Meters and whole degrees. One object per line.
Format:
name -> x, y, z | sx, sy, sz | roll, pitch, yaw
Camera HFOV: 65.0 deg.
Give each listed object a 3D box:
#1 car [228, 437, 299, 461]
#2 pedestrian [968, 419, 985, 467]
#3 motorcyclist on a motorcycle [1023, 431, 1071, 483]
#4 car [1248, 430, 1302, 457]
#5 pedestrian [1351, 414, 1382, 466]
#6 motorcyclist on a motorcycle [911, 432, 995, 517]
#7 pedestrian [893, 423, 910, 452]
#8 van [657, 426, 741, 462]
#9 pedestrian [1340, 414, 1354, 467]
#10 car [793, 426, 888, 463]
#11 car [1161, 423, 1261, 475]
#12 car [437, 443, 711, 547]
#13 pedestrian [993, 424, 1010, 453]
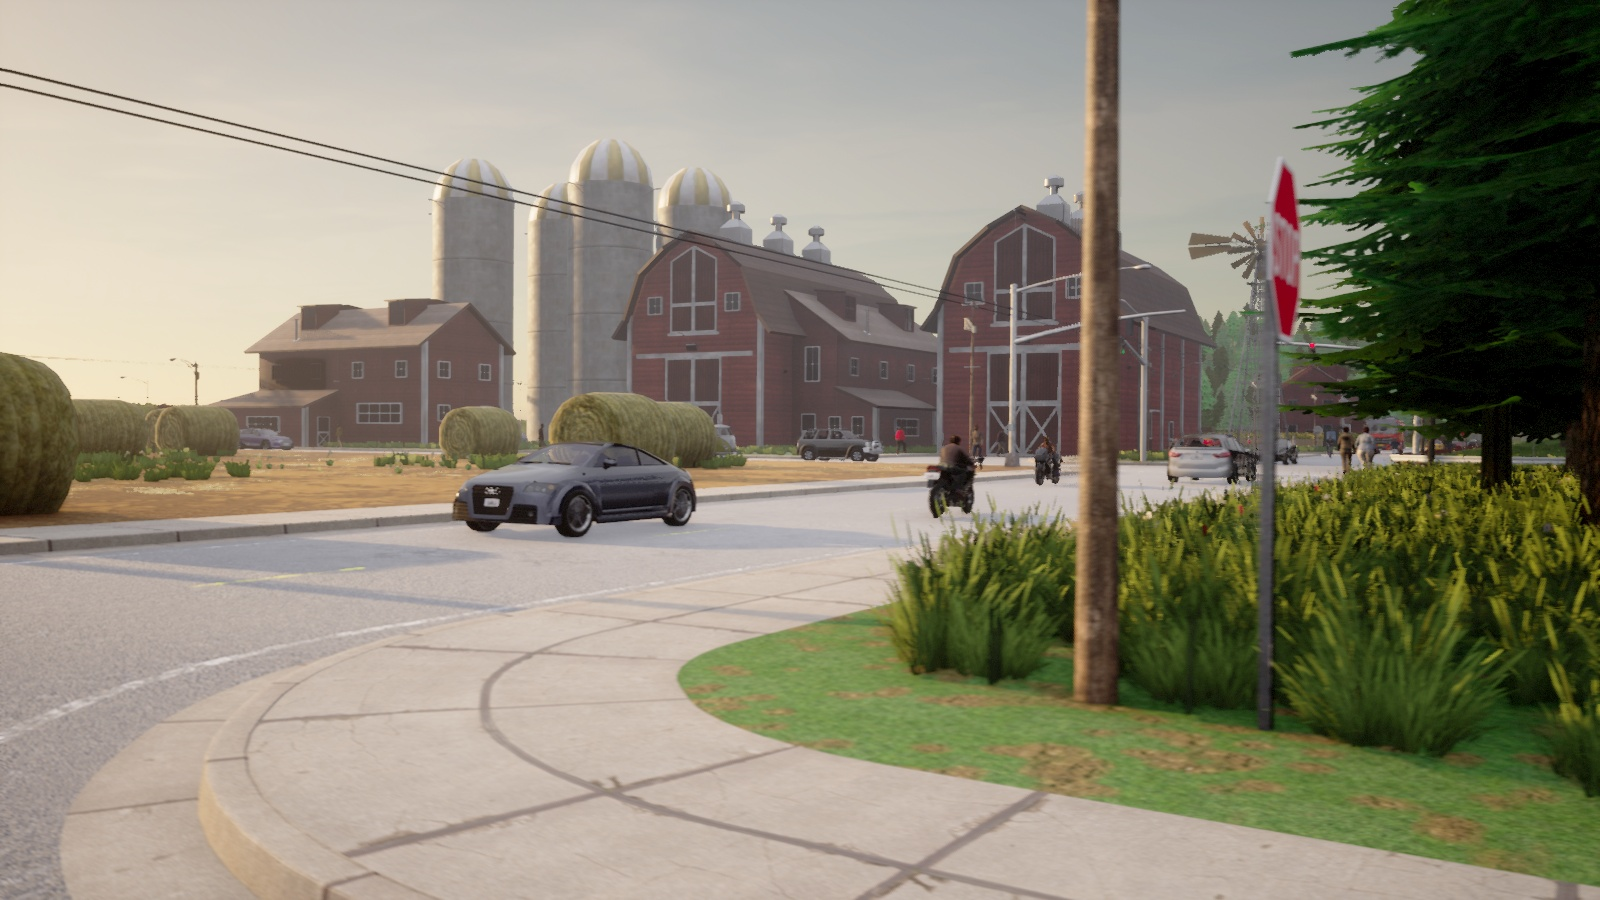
car -> -37.702, -0.047, 88.238 | 4.856, 1.649, 2.033 | 0, 1, 29
pedestrian -> 6.812, -0.278, 48.444 | 0.328, 1.805, 0.869 | 0, 1, 31
motorcyclist on a motorcycle -> 7.577, 0.192, 38.423 | 0.797, 1.523, 2.044 | 0, 1, 30
car -> 27.410, -0.415, 72.365 | 2.163, 1.488, 4.792 | 0, 1, 30
pedestrian -> 20.564, -0.356, 45.574 | 0.874, 1.855, 0.900 | 0, 1, 33
motorcyclist on a motorcycle -> 2.886, 0.426, 23.459 | 0.797, 1.523, 2.044 | 0, 1, 30
pedestrian -> 6.403, -0.774, 79.432 | 0.634, 1.844, 0.899 | 0, 1, 40
van -> -5.649, -0.327, 70.273 | 4.442, 1.987, 1.775 | 0, 1, 29
pedestrian -> 20.177, -0.361, 46.325 | 0.396, 1.930, 0.692 | 0, 1, 31
car -> 2.112, -0.291, 65.926 | 4.605, 1.855, 1.932 | 0, 1, 29
car -> 13.925, -0.059, 42.355 | 2.242, 1.667, 4.611 | 0, 1, 31
car -> -3.394, 0.620, 19.659 | 1.994, 1.385, 4.181 | 0, 1, 30
pedestrian -> 12.670, -0.727, 78.940 | 0.899, 1.844, 0.634 | 0, 1, 37
